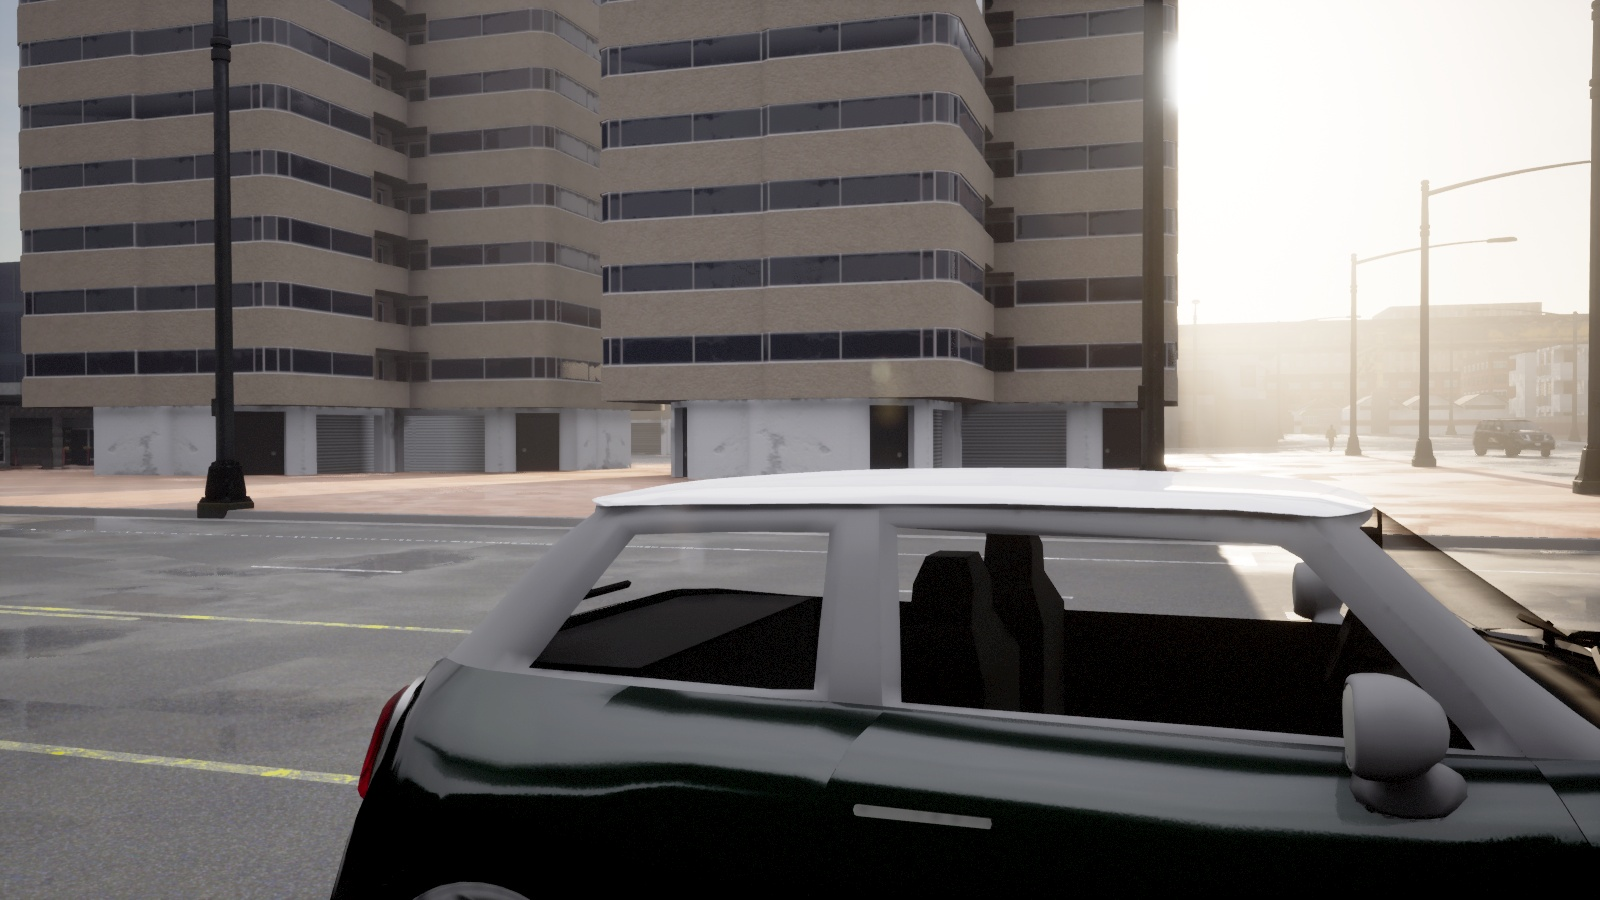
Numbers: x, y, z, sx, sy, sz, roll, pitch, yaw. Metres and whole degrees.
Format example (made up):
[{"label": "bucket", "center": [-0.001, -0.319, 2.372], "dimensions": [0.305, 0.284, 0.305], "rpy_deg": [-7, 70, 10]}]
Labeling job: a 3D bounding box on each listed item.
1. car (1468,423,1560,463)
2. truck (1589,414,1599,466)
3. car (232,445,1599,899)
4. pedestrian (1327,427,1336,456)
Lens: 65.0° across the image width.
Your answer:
[{"label": "car", "center": [38.593, -0.392, 68.045], "dimensions": [2.150, 2.045, 5.566], "rpy_deg": [1, 1, 5]}, {"label": "truck", "center": [39.341, -0.457, 59.051], "dimensions": [2.627, 2.467, 5.204], "rpy_deg": [1, 1, 18]}, {"label": "car", "center": [0.941, 0.749, 2.925], "dimensions": [3.806, 1.475, 1.970], "rpy_deg": [1, 1, 19]}, {"label": "pedestrian", "center": [33.894, -0.544, 80.105], "dimensions": [0.431, 1.840, 0.709], "rpy_deg": [0, 1, 13]}]
